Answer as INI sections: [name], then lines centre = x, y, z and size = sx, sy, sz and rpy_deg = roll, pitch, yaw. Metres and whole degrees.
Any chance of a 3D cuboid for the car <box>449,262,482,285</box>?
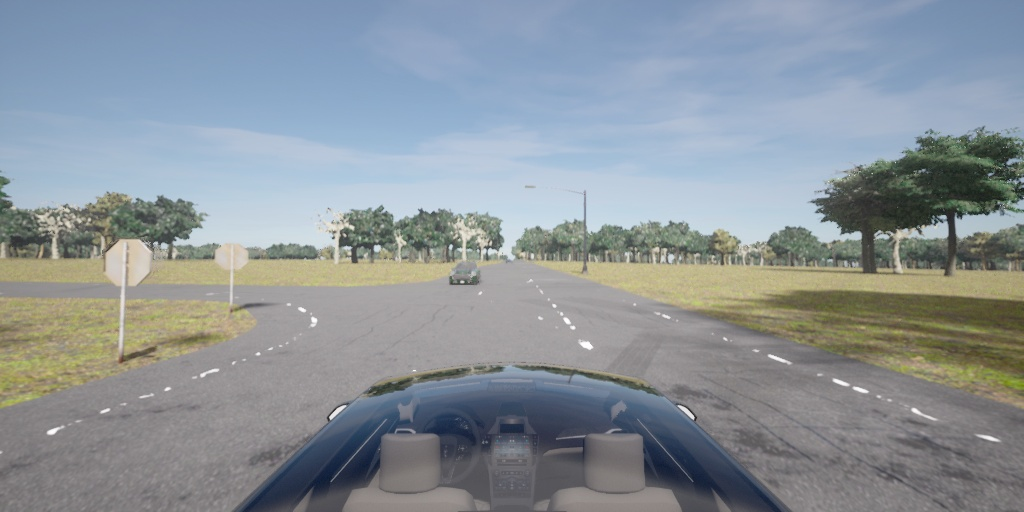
[car]
centre = -3.521, 1.242, 27.566
size = 2.097, 1.767, 4.553
rpy_deg = 0, 0, 0
